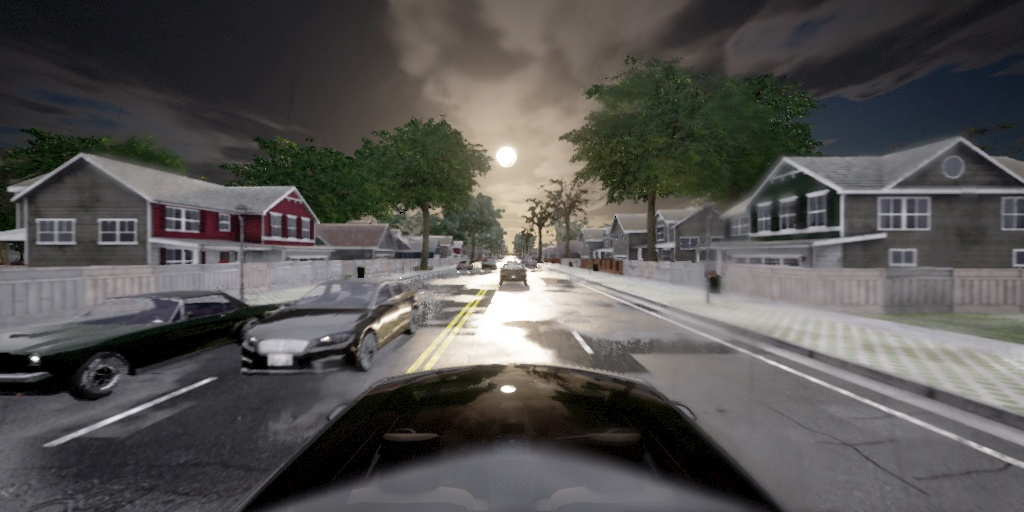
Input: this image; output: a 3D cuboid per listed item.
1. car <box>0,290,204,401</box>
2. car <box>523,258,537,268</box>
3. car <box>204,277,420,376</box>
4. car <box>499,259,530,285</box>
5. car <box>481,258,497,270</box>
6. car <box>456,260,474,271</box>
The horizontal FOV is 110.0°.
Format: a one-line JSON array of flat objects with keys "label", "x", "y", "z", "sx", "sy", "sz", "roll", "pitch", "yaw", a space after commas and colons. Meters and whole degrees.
[{"label": "car", "x": -6.604, "y": 1.350, "z": 6.563, "sx": 1.895, "sy": 1.301, "sz": 4.718, "roll": 0, "pitch": 0, "yaw": 0}, {"label": "car", "x": 3.335, "y": 1.308, "z": 63.586, "sx": 2.128, "sy": 1.511, "sz": 4.902, "roll": 0, "pitch": 0, "yaw": 0}, {"label": "car", "x": -3.353, "y": 1.241, "z": 7.637, "sx": 2.128, "sy": 1.511, "sz": 4.902, "roll": 0, "pitch": 0, "yaw": 0}, {"label": "car", "x": 0.093, "y": 1.231, "z": 26.362, "sx": 1.882, "sy": 1.535, "sz": 5.008, "roll": 0, "pitch": 0, "yaw": 0}, {"label": "car", "x": -3.323, "y": 1.142, "z": 52.124, "sx": 2.097, "sy": 1.767, "sz": 4.553, "roll": 0, "pitch": 0, "yaw": 0}, {"label": "car", "x": -6.577, "y": 1.311, "z": 50.206, "sx": 1.812, "sy": 1.442, "sz": 4.674, "roll": 0, "pitch": 0, "yaw": 0}]
